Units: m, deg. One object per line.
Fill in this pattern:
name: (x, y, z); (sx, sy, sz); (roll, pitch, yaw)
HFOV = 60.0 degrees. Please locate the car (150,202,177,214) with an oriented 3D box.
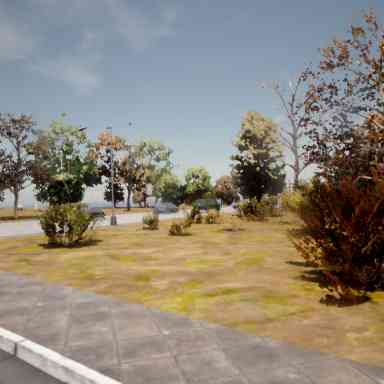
car: (-4.558, 2.522, 53.727); (2.097, 1.767, 4.553); (-3, -2, 32)

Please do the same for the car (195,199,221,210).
car: (2.504, 2.077, 51.552); (2.150, 2.045, 5.566); (-3, -2, 32)

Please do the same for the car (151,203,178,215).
car: (-3.888, 2.543, 48.219); (1.994, 1.385, 4.181); (-3, -2, 32)

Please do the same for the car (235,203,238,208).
car: (9.368, 2.574, 62.406); (1.895, 1.301, 4.718); (-3, -2, 33)

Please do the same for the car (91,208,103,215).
car: (-11.558, 2.430, 36.012); (1.812, 1.442, 4.674); (-3, -2, 32)
